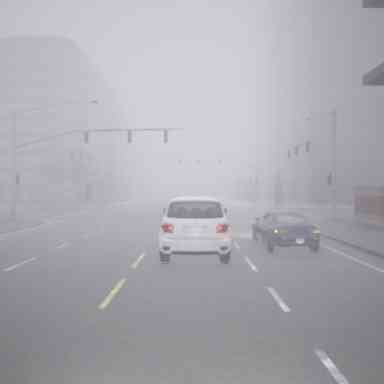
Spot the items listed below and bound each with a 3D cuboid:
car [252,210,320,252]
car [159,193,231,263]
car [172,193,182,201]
[{"bbox_3d":[3.621,1.452,13.357,1.812,1.442,4.674,0,0,1],"label":"car"},{"bbox_3d":[0.108,1.155,11.837,2.150,2.045,5.566,0,0,0],"label":"car"},{"bbox_3d":[-3.309,1.065,74.294,1.882,1.535,5.008,0,0,1],"label":"car"}]
